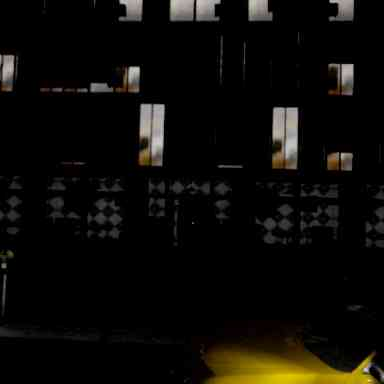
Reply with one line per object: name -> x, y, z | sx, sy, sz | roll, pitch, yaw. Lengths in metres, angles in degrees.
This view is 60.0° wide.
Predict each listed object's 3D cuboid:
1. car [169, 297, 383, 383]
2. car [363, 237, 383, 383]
car -> 2.185, 1.763, 3.523 | 4.829, 1.417, 1.752 | 1, -2, 3
car -> 4.076, 1.419, 1.404 | 5.566, 2.045, 2.150 | 1, -3, 7
